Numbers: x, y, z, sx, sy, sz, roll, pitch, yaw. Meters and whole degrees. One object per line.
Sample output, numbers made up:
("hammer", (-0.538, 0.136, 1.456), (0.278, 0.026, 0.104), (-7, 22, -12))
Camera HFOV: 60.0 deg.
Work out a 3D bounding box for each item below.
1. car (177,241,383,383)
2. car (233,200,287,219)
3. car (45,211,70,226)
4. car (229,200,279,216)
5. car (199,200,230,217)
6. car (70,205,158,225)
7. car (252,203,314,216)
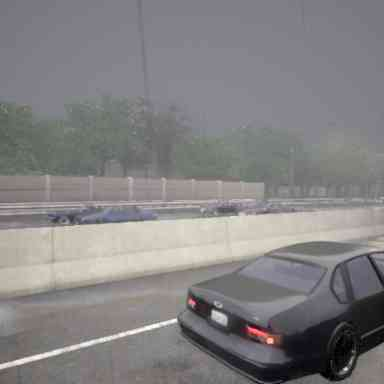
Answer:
("car", (2.372, 1.547, 5.427), (5.357, 1.411, 2.033), (0, 0, -35))
("car", (6.147, 1.487, 29.781), (5.008, 1.535, 1.882), (0, 0, -35))
("car", (-7.699, 1.599, 23.385), (4.718, 1.301, 1.895), (0, 0, -38))
("car", (5.535, 1.498, 25.068), (4.902, 1.511, 2.128), (0, 0, -35))
("car", (2.872, 1.498, 31.592), (4.902, 1.511, 2.128), (0, 0, -37))
("car", (-4.892, 1.546, 21.964), (5.357, 1.411, 2.033), (0, 0, -35))
("car", (6.410, 1.606, 21.404), (4.718, 1.301, 1.895), (0, 0, -35))
